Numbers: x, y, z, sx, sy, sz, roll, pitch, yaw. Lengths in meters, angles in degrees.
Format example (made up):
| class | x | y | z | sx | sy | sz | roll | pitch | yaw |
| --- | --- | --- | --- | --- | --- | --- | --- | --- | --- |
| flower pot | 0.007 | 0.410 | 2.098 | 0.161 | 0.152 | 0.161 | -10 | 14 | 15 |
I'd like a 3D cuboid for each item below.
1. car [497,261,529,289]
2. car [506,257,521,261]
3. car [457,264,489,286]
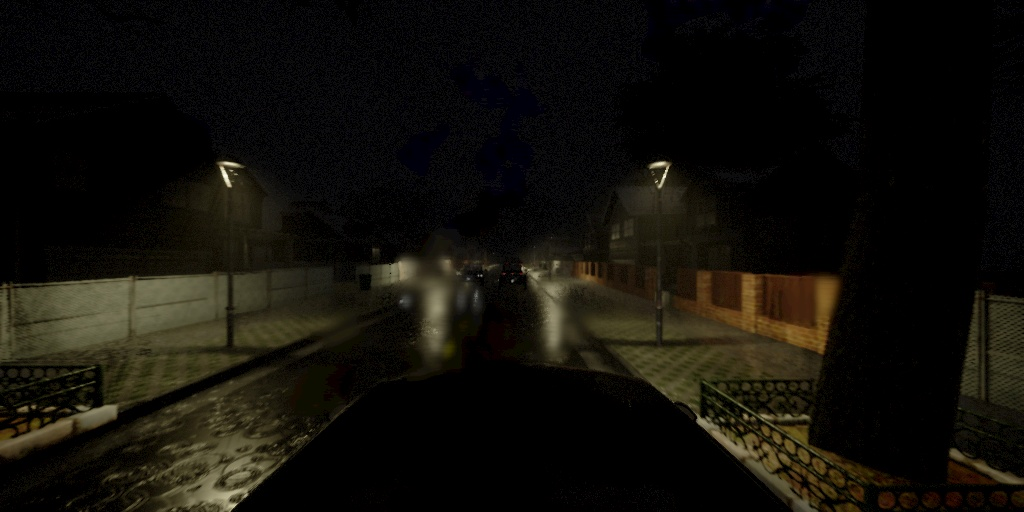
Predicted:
| class | x | y | z | sx | sy | sz | roll | pitch | yaw |
| --- | --- | --- | --- | --- | --- | --- | --- | --- | --- |
| car | 0.059 | 1.288 | 23.737 | 2.128 | 1.511 | 4.902 | 0 | 0 | 1 |
| car | 0.156 | 1.122 | 43.109 | 2.150 | 2.045 | 5.566 | 0 | -1 | 0 |
| car | -2.731 | 1.296 | 25.681 | 2.128 | 1.511 | 4.902 | 0 | 0 | 1 |
